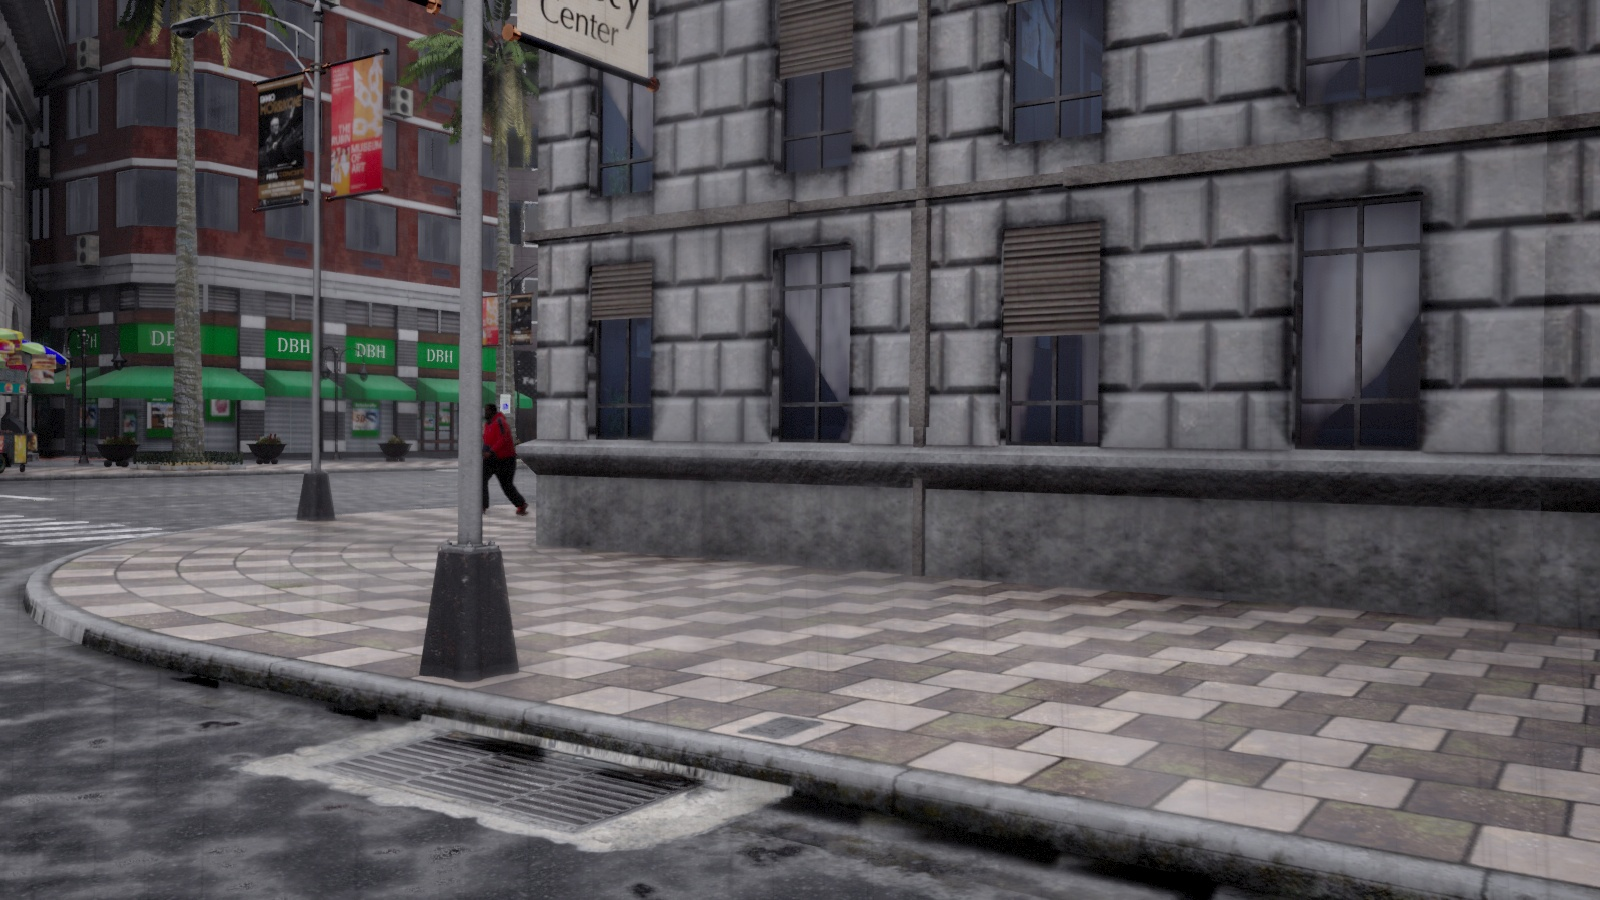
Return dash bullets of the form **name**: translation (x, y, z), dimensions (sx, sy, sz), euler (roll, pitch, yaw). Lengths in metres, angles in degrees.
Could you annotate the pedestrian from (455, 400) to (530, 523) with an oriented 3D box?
- **pedestrian**: translation (-4.726, 0.167, 19.345), dimensions (0.634, 1.844, 0.899), euler (0, 1, 41)
